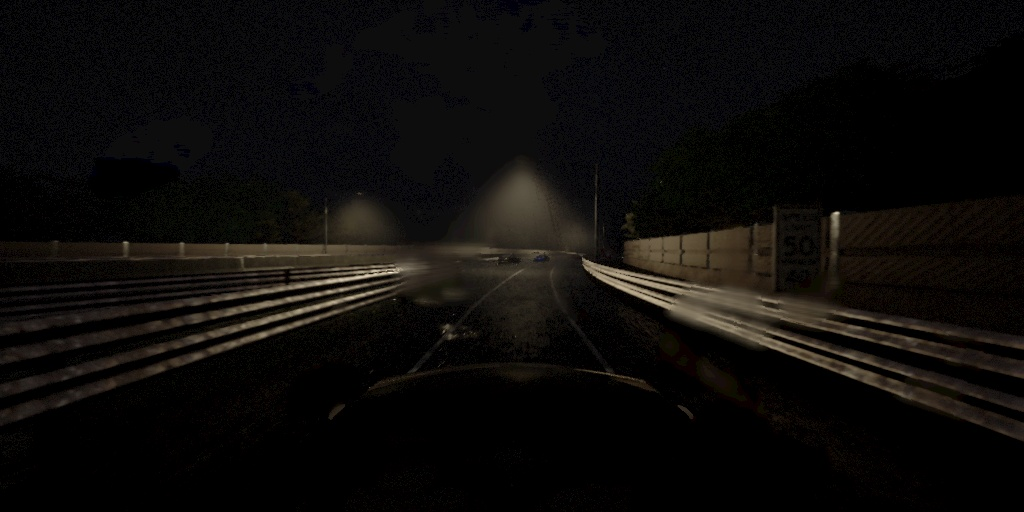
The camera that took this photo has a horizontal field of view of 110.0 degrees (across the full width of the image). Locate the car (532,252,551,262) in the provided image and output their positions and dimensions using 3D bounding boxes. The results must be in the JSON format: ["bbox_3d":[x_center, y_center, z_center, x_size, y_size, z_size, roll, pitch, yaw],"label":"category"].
[{"bbox_3d":[5.616,0.348,64.622,1.994,1.385,4.181,1,1,23],"label":"car"}]

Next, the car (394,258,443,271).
[{"bbox_3d":[-8.244,0.911,32.423,2.033,1.411,5.357,1,1,23],"label":"car"}]

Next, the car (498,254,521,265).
[{"bbox_3d":[-0.318,0.478,50.860,2.128,1.511,4.902,0,1,23],"label":"car"}]
